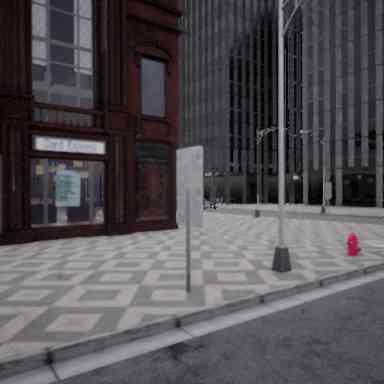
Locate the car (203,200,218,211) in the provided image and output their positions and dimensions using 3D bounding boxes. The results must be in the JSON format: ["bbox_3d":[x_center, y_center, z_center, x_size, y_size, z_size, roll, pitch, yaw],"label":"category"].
[{"bbox_3d":[0.783,1.557,39.419,2.033,1.411,5.357,0,0,-35],"label":"car"}]
